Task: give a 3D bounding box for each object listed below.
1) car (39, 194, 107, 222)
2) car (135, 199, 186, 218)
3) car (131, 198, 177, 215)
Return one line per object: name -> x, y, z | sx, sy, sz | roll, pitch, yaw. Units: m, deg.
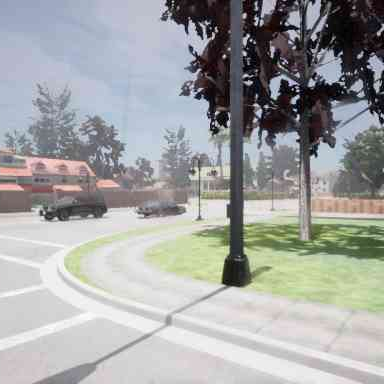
car -> -9.524, 1.222, 27.226 | 2.150, 2.045, 5.566 | 0, 0, 34
car -> -2.713, 1.547, 30.678 | 2.033, 1.411, 5.357 | 0, 0, 34
car -> -3.952, 1.491, 35.450 | 2.128, 1.511, 4.902 | 0, 0, 34
